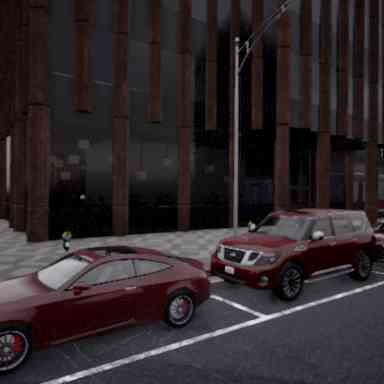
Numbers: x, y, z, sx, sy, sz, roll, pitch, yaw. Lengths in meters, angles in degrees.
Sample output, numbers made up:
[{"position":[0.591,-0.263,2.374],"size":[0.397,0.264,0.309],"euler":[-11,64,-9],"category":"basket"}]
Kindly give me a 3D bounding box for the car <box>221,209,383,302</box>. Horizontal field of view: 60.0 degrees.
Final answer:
[{"position":[2.866,1.396,8.679],"size":[5.009,1.841,2.192],"euler":[1,0,-35],"category":"car"}]

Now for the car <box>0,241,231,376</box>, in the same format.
[{"position":[-1.584,1.602,5.516],"size":[4.206,1.307,1.802],"euler":[1,0,-35],"category":"car"}]
